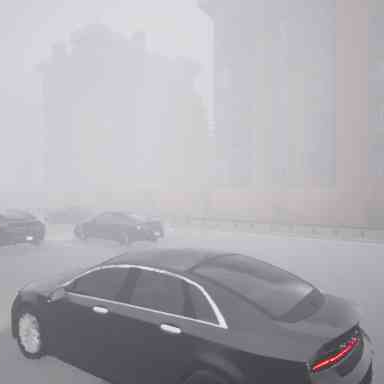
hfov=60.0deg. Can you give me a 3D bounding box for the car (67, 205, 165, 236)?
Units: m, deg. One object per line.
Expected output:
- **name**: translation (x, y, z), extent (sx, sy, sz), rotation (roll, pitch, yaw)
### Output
- **car**: translation (-3.293, 1.525, 14.948), extent (4.674, 1.442, 1.812), rotation (0, 0, 36)

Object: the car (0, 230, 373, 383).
- **car**: translation (-0.450, 1.503, 4.314), extent (4.892, 1.490, 1.837), rotation (-1, 0, 36)

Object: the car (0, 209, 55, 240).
- **car**: translation (-8.177, 1.505, 14.137), extent (4.892, 1.490, 1.837), rotation (0, 0, 36)

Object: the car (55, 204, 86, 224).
- **car**: translation (-7.717, 1.547, 22.410), extent (5.357, 1.411, 2.033), rotation (0, 0, 35)
